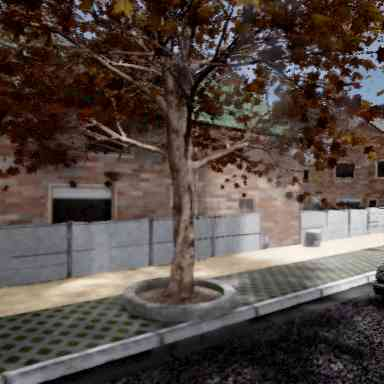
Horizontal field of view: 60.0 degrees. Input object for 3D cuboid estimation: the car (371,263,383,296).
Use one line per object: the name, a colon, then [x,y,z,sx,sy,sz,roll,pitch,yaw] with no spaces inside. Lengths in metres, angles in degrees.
car: [6.222,1.578,7.508,5.357,1.411,2.033,0,0,-36]
